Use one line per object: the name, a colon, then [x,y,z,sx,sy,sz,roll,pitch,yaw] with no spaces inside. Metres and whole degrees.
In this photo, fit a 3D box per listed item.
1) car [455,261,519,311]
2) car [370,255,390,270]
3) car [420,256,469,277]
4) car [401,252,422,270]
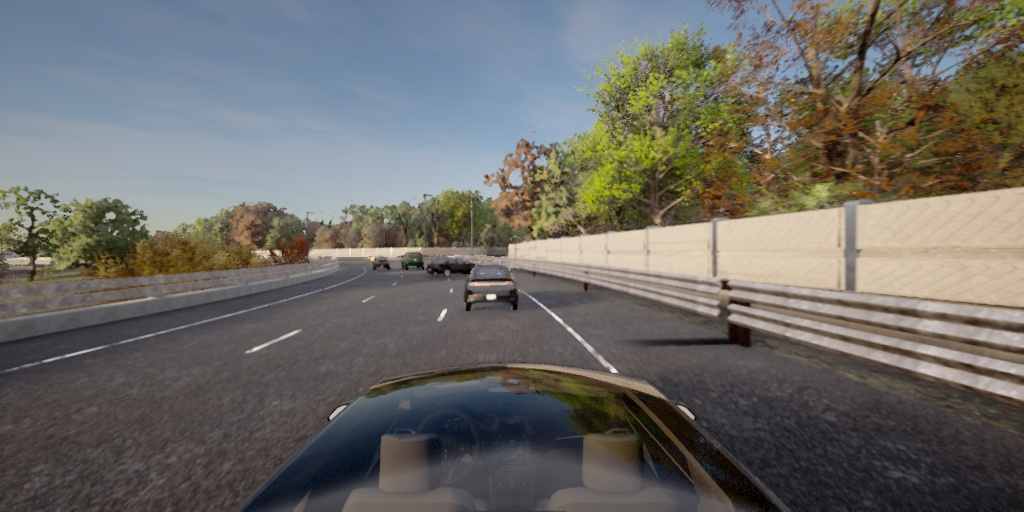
car: [-0.799,1.091,13.752,2.128,1.511,4.902,-1,0,-4]
car: [-15.982,0.846,43.647,1.837,1.490,4.892,-1,1,-24]
car: [-4.979,0.906,30.713,1.882,1.535,5.008,0,1,42]
car: [-11.998,0.536,43.261,2.150,2.045,5.566,-1,1,-22]
